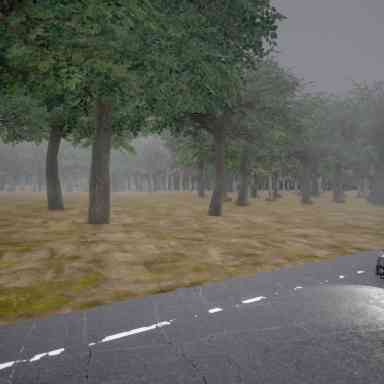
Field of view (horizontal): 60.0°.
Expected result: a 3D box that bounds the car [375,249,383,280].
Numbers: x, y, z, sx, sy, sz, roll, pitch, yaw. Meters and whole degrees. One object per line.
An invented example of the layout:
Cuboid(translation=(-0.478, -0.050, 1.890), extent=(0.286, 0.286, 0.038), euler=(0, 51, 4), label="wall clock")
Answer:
Cuboid(translation=(6.540, 1.575, 8.528), extent=(4.181, 1.385, 1.994), euler=(0, 0, -35), label="car")
